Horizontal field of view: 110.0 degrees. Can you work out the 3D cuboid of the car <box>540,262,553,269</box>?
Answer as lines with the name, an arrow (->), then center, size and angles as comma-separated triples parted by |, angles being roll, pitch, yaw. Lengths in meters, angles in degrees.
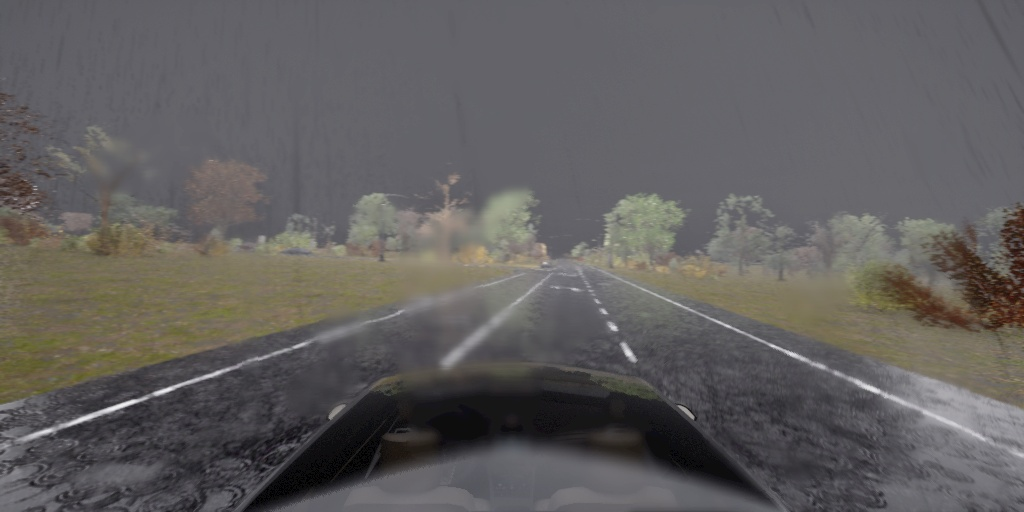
car -> 5.799, 1.448, 59.800 | 1.994, 1.385, 4.181 | 2, 0, 9
